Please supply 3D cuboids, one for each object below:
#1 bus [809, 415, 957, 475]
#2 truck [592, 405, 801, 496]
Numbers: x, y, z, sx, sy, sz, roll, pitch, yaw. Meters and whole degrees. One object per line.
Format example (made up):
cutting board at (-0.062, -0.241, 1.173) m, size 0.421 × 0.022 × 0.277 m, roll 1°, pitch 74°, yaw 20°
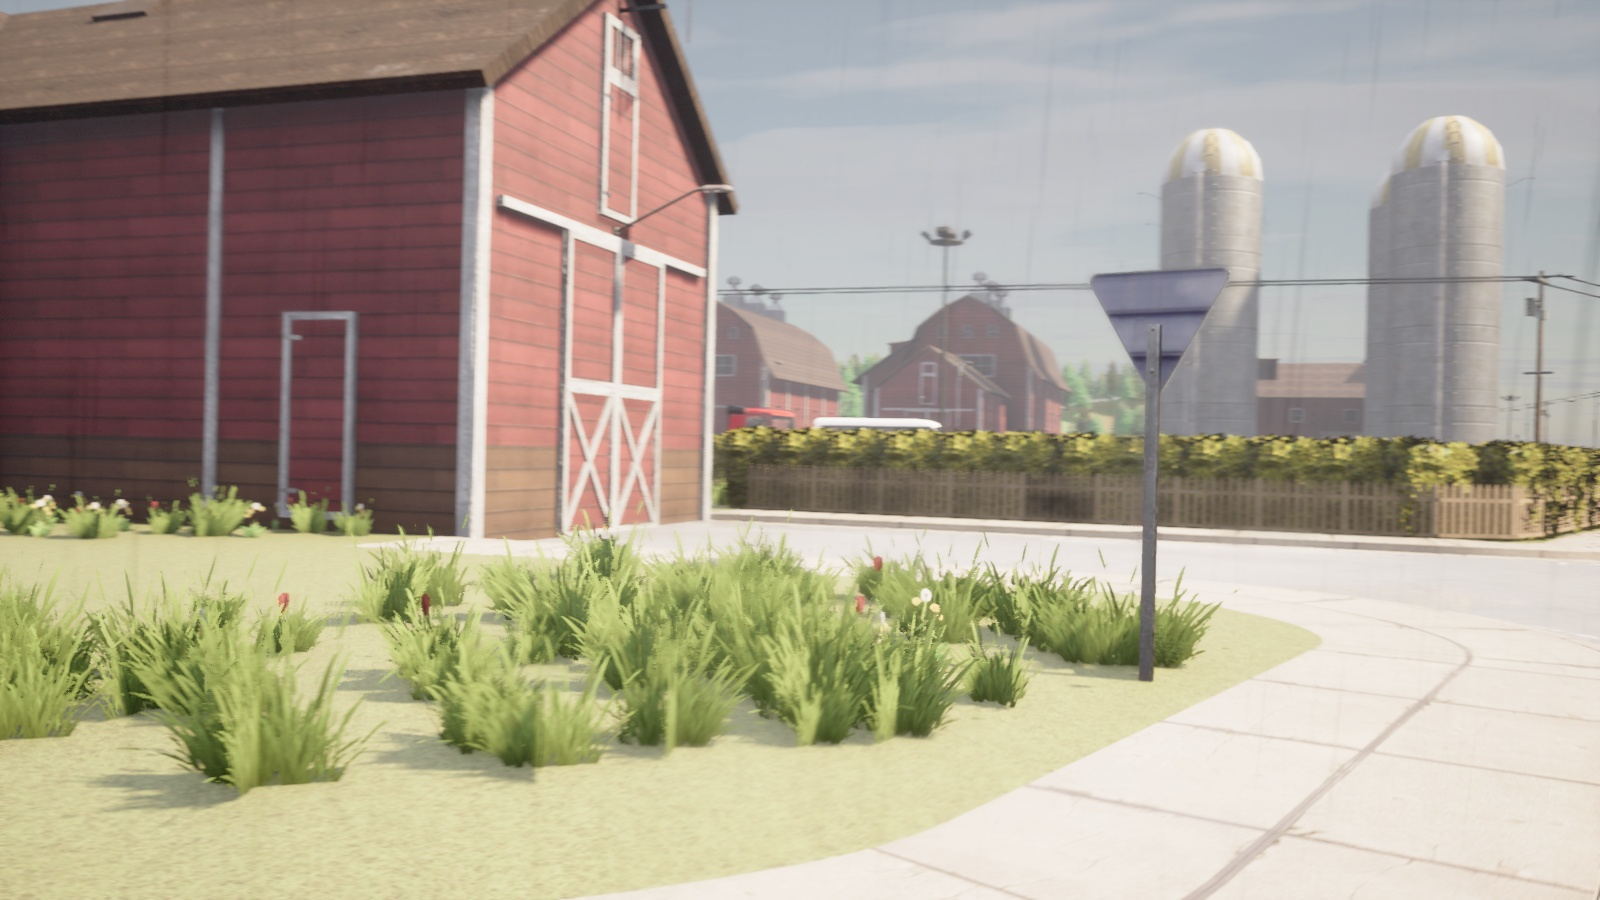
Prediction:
bus at (6.181, -0.367, 92.944) m, size 10.273 × 4.253 × 3.944 m, roll 0°, pitch 0°, yaw 17°
truck at (-4.175, 0.010, 50.857) m, size 7.936 × 3.462 × 2.891 m, roll 0°, pitch 0°, yaw 18°
